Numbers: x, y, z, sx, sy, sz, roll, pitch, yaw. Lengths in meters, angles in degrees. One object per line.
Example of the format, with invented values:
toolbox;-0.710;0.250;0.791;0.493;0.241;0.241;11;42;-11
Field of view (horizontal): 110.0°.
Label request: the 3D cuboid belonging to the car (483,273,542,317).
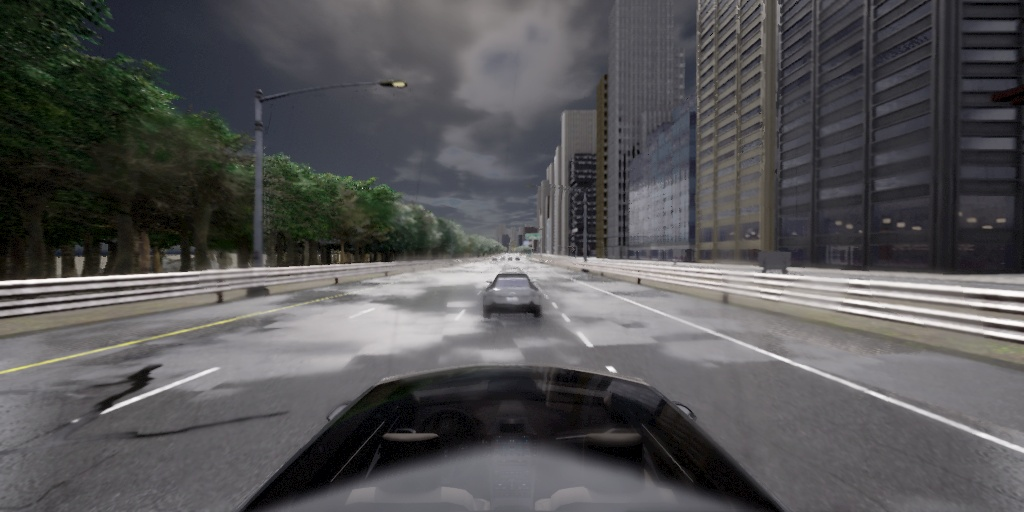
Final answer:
car;0.010;1.317;13.155;1.994;1.385;4.181;0;0;0
